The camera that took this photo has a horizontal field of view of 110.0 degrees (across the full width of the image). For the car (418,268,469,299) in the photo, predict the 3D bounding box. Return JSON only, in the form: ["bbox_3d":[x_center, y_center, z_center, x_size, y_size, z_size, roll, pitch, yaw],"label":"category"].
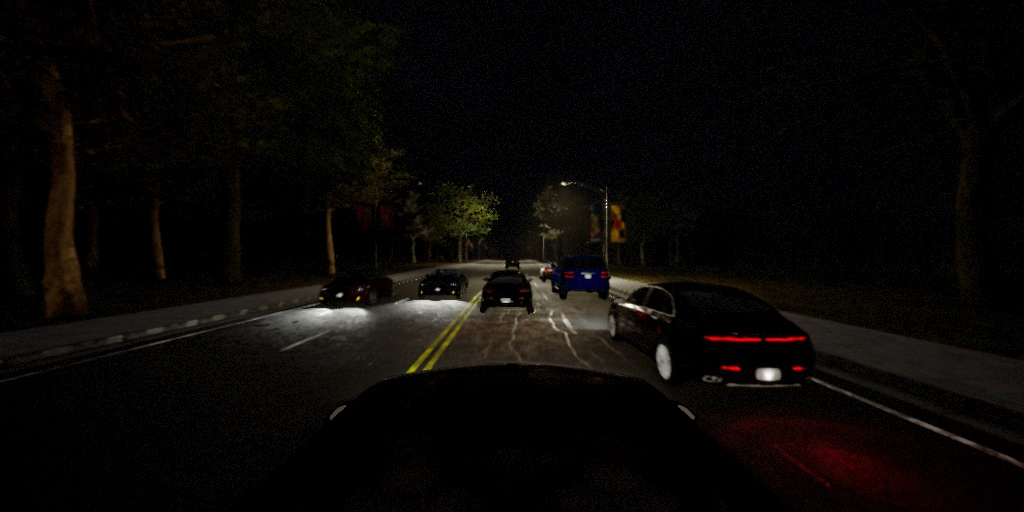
[{"bbox_3d":[-3.346,1.310,18.093,1.994,1.385,4.181,0,0,0],"label":"car"}]

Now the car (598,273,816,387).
[{"bbox_3d":[3.252,1.253,6.971,1.837,1.490,4.892,0,0,0],"label":"car"}]

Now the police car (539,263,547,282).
[{"bbox_3d":[3.254,1.254,28.972,2.038,1.542,4.974,0,0,0],"label":"police car"}]

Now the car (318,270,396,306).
[{"bbox_3d":[-6.596,1.310,15.705,1.994,1.385,4.181,0,0,0],"label":"car"}]

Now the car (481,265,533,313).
[{"bbox_3d":[-0.156,1.272,13.954,1.812,1.442,4.674,0,0,1],"label":"car"}]

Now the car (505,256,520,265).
[{"bbox_3d":[0.081,0.989,54.648,2.150,2.045,5.566,0,0,0],"label":"car"}]

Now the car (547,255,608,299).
[{"bbox_3d":[3.252,0.968,18.001,2.150,2.045,5.566,0,0,0],"label":"car"}]
